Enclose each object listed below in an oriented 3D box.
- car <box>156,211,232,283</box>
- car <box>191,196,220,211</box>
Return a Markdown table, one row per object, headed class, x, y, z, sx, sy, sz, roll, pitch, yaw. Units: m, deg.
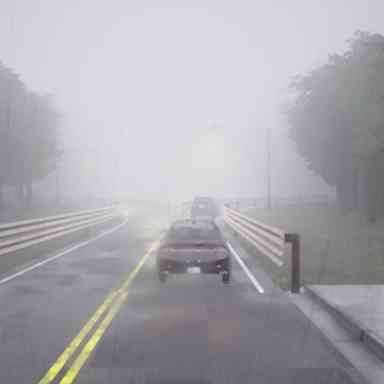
| class | x | y | z | sx | sy | sz | roll | pitch | yaw |
| --- | --- | --- | --- | --- | --- | --- | --- | --- | --- |
| car | 0.056 | 1.556 | 9.883 | 2.128 | 1.511 | 4.902 | 0 | 0 | 0 |
| car | 1.347 | 1.416 | 31.178 | 2.150 | 2.045 | 5.566 | 0 | 0 | 11 |
